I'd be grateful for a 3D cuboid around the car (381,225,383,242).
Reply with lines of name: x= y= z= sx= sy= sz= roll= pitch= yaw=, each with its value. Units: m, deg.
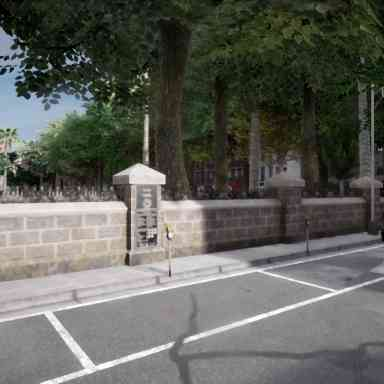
car: x=9.700 y=1.310 z=13.463 sx=5.009 sy=1.841 sz=2.192 roll=0 pitch=0 yaw=-36
